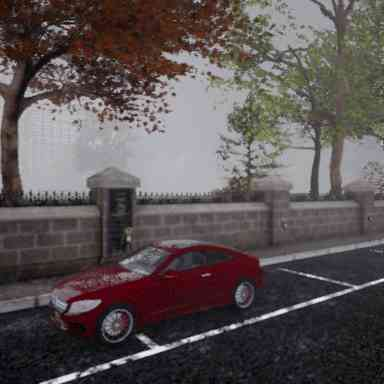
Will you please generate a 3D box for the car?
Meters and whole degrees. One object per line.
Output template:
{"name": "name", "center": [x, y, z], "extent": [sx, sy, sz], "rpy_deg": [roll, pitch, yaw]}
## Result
{"name": "car", "center": [-0.405, 1.596, 6.272], "extent": [4.206, 1.307, 1.802], "rpy_deg": [0, 0, -36]}
